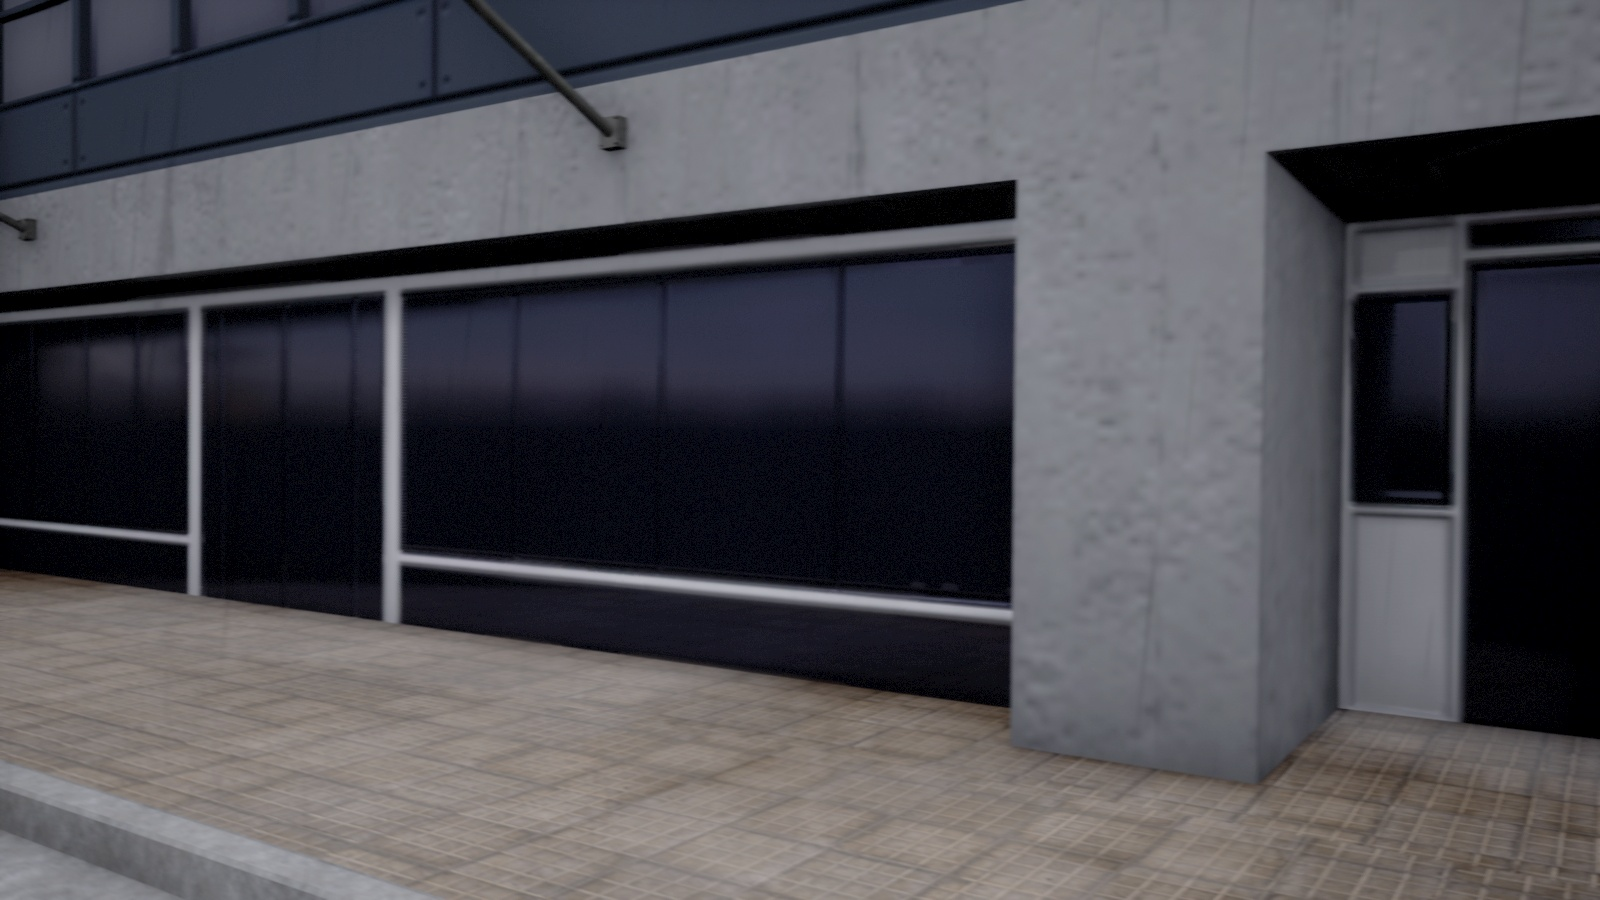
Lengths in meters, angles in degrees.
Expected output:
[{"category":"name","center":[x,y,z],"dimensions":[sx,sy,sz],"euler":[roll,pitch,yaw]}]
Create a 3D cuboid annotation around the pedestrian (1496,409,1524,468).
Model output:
[{"category":"pedestrian","center":[23.561,-0.390,41.649],"dimensions":[0.788,1.949,0.423],"euler":[0,1,32]}]
